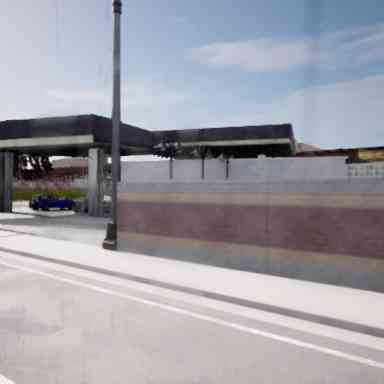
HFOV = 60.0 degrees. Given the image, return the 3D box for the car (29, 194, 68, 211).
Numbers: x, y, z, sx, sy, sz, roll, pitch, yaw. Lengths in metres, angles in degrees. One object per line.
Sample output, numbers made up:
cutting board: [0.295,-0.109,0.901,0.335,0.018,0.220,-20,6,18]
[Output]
car: [-14.496,1.053,34.782,2.242,1.667,4.611,1,0,37]

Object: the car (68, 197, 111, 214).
car: [-9.420,1.256,31.988,1.970,1.475,3.806,1,0,37]
